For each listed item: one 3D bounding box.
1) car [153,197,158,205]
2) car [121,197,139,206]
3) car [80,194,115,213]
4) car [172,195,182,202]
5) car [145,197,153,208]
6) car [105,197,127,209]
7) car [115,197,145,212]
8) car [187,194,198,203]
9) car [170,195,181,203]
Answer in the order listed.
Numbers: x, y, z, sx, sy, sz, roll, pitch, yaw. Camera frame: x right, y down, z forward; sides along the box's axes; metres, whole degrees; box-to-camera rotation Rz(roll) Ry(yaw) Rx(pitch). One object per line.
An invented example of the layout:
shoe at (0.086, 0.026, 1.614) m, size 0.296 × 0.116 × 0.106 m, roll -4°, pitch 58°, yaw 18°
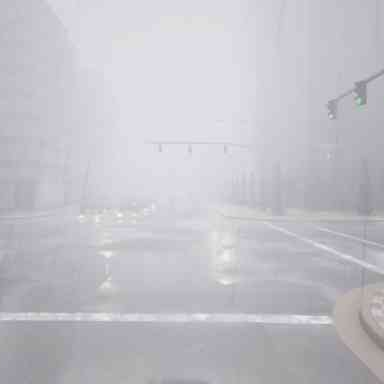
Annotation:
car at (-7.001, 1.554, 56.943) m, size 1.994 × 1.385 × 4.181 m, roll 0°, pitch 0°, yaw 0°
car at (-10.501, 1.537, 56.771) m, size 2.033 × 1.411 × 5.357 m, roll 0°, pitch 0°, yaw 0°
car at (-10.546, 1.215, 36.736) m, size 2.150 × 2.045 × 5.566 m, roll 0°, pitch 0°, yaw 0°
car at (-3.390, 1.481, 76.002) m, size 2.128 × 1.511 × 4.902 m, roll 0°, pitch 0°, yaw 0°
car at (-7.027, 1.517, 47.064) m, size 1.812 × 1.442 × 4.674 m, roll 0°, pitch 0°, yaw 0°
car at (-10.531, 1.469, 46.438) m, size 1.882 × 1.535 × 5.008 m, roll 0°, pitch 0°, yaw 0°
car at (-7.045, 1.345, 38.080) m, size 2.097 × 1.767 × 4.553 m, roll 0°, pitch 0°, yaw 0°
car at (0.096, 1.535, 66.100) m, size 2.033 × 1.411 × 5.357 m, roll 0°, pitch 0°, yaw 0°
car at (-3.404, 1.493, 66.674) m, size 1.837 × 1.490 × 4.892 m, roll 0°, pitch 0°, yaw 0°
